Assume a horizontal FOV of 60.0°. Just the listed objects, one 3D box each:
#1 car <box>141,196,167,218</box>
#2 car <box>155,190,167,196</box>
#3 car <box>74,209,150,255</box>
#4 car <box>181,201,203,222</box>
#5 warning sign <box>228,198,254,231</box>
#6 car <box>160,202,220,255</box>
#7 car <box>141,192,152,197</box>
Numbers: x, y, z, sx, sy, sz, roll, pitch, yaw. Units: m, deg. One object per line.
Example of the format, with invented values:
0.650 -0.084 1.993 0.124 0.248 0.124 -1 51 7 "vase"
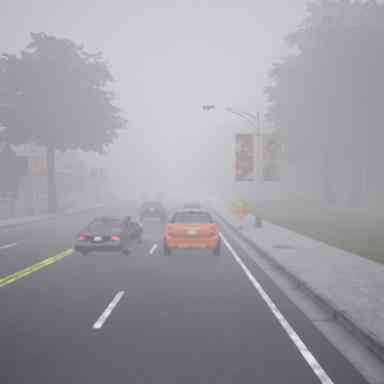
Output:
-3.256 1.504 29.057 2.097 1.767 4.553 0 0 0 "car"
-6.515 0.521 71.015 2.150 2.045 5.566 0 1 0 "car"
-3.252 1.680 13.992 2.033 1.411 5.357 0 0 0 "car"
-0.004 1.660 29.286 1.837 1.490 4.892 0 1 0 "car"
2.838 1.282 19.443 1.300 1.860 1.060 -1 -1 0 "warning sign"
-0.001 1.483 14.079 2.097 1.767 4.553 0 -1 0 "car"
-9.765 0.773 71.050 1.882 1.535 5.008 0 1 0 "car"
